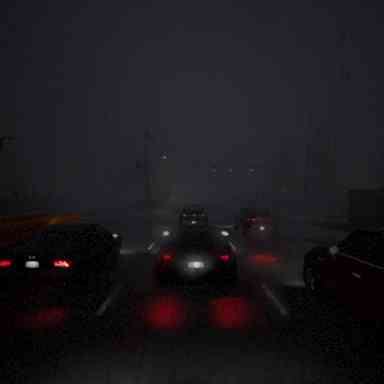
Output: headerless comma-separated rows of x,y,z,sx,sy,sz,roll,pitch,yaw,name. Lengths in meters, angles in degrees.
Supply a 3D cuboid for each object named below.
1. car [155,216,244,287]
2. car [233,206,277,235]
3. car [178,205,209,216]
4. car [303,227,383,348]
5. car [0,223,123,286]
0.100,1.618,9.482,1.994,1.385,4.181,0,0,0,car
3.598,1.613,19.478,1.837,1.490,4.892,0,0,0,car
0.098,1.615,22.177,2.128,1.511,4.902,0,0,0,car
3.601,1.385,5.803,2.097,1.767,4.553,0,0,0,car
-3.399,1.601,9.591,2.033,1.411,5.357,0,0,0,car
